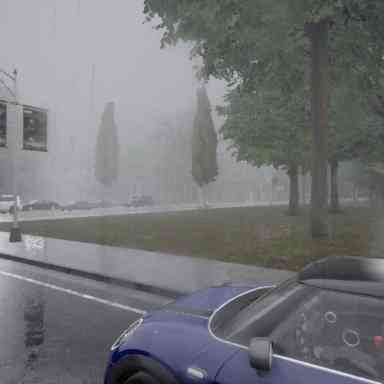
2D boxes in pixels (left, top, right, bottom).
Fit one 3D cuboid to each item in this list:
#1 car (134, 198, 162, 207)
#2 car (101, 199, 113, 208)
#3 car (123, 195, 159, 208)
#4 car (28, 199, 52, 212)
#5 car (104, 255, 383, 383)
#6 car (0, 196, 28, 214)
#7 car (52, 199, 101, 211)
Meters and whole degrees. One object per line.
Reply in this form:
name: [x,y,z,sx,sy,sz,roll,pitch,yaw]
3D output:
car: [-7.929,1.839,60.066,2.128,1.511,4.902,0,0,36]
car: [-14.156,1.837,51.215,1.994,1.385,4.181,0,0,35]
car: [-8.489,1.524,53.635,2.150,2.045,5.566,0,-1,36]
car: [-19.832,1.695,43.092,1.882,1.535,5.008,0,0,35]
car: [1.370,1.352,2.711,4.553,1.767,2.097,0,0,35]
car: [-21.133,1.399,35.564,2.150,2.045,5.566,0,0,34]
car: [-15.176,1.778,44.084,2.033,1.411,5.357,0,0,35]
